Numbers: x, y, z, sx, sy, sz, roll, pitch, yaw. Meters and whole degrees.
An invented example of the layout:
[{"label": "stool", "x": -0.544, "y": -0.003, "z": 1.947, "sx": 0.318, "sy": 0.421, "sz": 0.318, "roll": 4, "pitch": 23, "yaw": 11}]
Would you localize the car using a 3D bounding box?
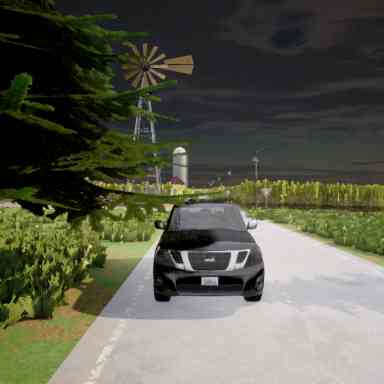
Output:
[{"label": "car", "x": 0.330, "y": 1.221, "z": 8.638, "sx": 2.150, "sy": 2.045, "sz": 5.566, "roll": 0, "pitch": 0, "yaw": 0}]
